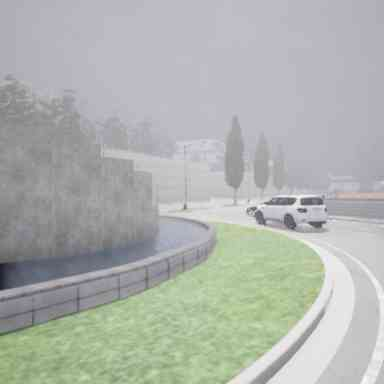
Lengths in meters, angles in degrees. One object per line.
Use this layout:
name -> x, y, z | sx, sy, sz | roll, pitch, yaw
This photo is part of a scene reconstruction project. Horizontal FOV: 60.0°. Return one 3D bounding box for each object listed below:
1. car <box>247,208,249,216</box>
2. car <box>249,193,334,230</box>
car -> 6.672, 1.488, 28.217 | 1.837, 1.490, 4.892 | 1, -1, -31
car -> 6.171, 1.200, 21.284 | 2.150, 2.045, 5.566 | 0, 0, -19
